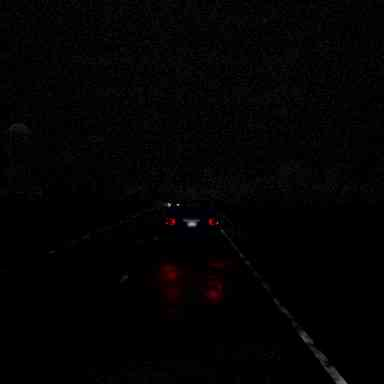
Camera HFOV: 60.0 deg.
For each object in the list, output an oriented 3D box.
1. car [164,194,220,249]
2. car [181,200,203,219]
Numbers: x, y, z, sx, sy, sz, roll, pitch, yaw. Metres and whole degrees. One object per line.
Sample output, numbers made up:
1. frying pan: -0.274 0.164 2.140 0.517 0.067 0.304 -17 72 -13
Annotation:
1. car: 0.000 1.252 14.681 2.150 2.045 5.566 0 0 0
2. car: 0.000 1.519 29.651 1.812 1.442 4.674 0 0 0
